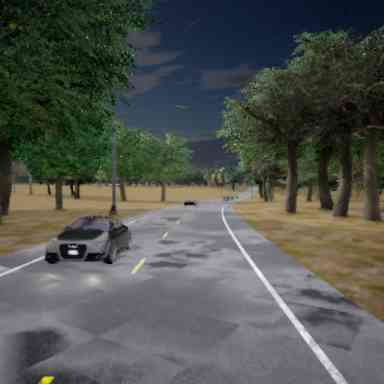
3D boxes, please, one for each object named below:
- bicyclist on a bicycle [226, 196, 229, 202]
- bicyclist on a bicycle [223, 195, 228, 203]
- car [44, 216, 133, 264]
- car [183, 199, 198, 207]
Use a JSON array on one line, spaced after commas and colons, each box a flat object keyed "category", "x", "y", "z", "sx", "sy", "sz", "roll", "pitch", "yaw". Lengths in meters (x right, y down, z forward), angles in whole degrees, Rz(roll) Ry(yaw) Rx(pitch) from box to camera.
[{"category": "bicyclist on a bicycle", "x": 8.572, "y": 1.696, "z": 81.280, "sx": 0.582, "sy": 1.620, "sz": 1.656, "roll": 0, "pitch": 0, "yaw": 11}, {"category": "bicyclist on a bicycle", "x": 7.015, "y": 1.581, "z": 72.464, "sx": 0.659, "sy": 1.776, "sz": 1.843, "roll": 0, "pitch": 0, "yaw": 9}, {"category": "car", "x": -3.395, "y": 1.560, "z": 11.633, "sx": 1.994, "sy": 1.385, "sz": 4.181, "roll": 0, "pitch": 0, "yaw": 2}, {"category": "car", "x": -0.232, "y": 1.710, "z": 53.646, "sx": 1.895, "sy": 1.301, "sz": 4.718, "roll": 0, "pitch": 0, "yaw": 7}]
